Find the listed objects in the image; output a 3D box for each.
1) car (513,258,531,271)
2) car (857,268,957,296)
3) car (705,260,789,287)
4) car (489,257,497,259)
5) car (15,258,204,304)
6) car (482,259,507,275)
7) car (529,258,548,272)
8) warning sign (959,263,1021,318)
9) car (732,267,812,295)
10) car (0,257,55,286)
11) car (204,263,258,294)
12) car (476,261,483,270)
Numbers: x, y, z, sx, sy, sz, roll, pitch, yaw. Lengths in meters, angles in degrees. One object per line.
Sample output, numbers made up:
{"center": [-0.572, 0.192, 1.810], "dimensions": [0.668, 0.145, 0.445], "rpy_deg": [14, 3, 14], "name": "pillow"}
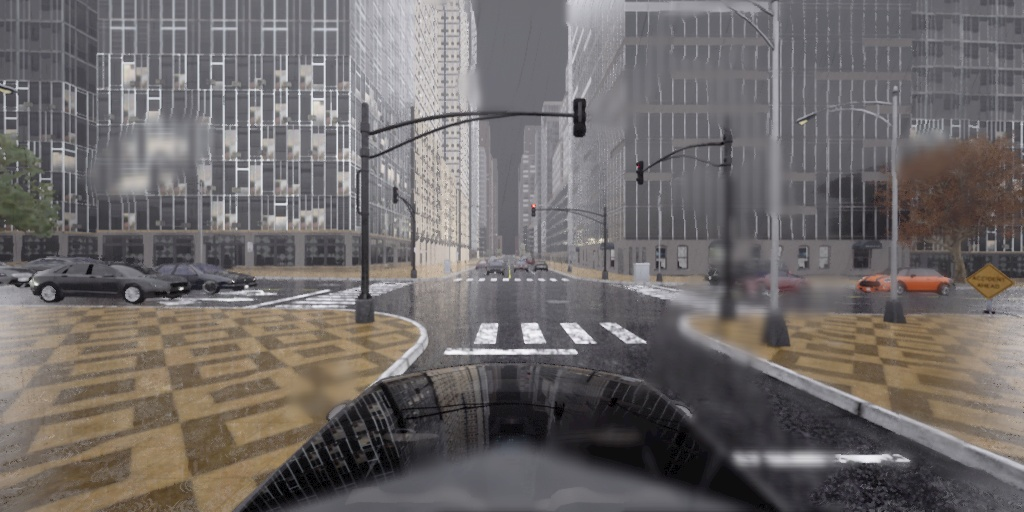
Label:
{"center": [1.116, 1.283, 47.317], "dimensions": [2.033, 1.411, 5.357], "rpy_deg": [0, 0, -1], "name": "car"}
{"center": [24.822, 1.563, 22.793], "dimensions": [4.553, 1.767, 2.097], "rpy_deg": [1, 0, -3], "name": "car"}
{"center": [16.903, 1.289, 25.635], "dimensions": [5.566, 2.045, 2.150], "rpy_deg": [1, 0, -3], "name": "car"}
{"center": [-1.805, 1.240, 48.236], "dimensions": [1.837, 1.490, 4.892], "rpy_deg": [0, 0, -1], "name": "car"}
{"center": [-15.426, 0.991, 13.983], "dimensions": [4.892, 1.490, 1.837], "rpy_deg": [1, 0, -3], "name": "car"}
{"center": [-1.710, 1.292, 38.448], "dimensions": [2.033, 1.411, 5.357], "rpy_deg": [0, 0, -1], "name": "car"}
{"center": [3.670, 1.302, 46.659], "dimensions": [1.948, 1.339, 4.313], "rpy_deg": [0, 0, -1], "name": "car"}
{"center": [17.214, 1.198, 12.935], "dimensions": [1.060, 1.860, 1.300], "rpy_deg": [0, 0, -3], "name": "warning sign"}
{"center": [16.090, 1.619, 22.339], "dimensions": [4.181, 1.385, 1.994], "rpy_deg": [1, 0, -3], "name": "car"}
{"center": [-25.372, 0.793, 16.722], "dimensions": [4.902, 1.511, 2.128], "rpy_deg": [1, 0, -3], "name": "car"}
{"center": [-15.438, 1.031, 17.272], "dimensions": [5.357, 1.411, 2.033], "rpy_deg": [1, 0, 0], "name": "car"}
{"center": [-4.315, 1.313, 52.105], "dimensions": [1.802, 1.307, 4.207], "rpy_deg": [0, 0, -1], "name": "car"}
